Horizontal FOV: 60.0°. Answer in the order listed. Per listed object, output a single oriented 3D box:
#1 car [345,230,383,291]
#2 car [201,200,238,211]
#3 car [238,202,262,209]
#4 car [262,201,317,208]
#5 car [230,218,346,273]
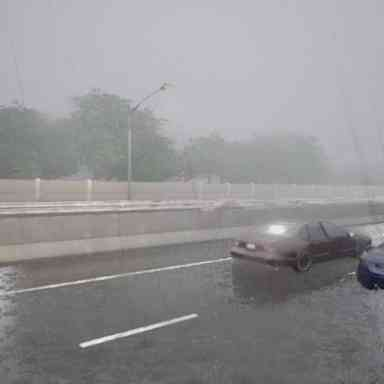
[{"bbox_3d":[5.773,1.568,7.868,4.181,1.385,1.994,0,0,-36],"label":"car"},{"bbox_3d":[3.047,1.533,31.964,4.674,1.442,1.812,0,0,-35],"label":"car"},{"bbox_3d":[6.595,1.572,30.197,4.181,1.385,1.994,0,0,-35],"label":"car"},{"bbox_3d":[8.410,1.499,27.193,4.902,1.511,2.128,0,0,-35],"label":"car"},{"bbox_3d":[3.681,1.551,10.674,5.357,1.411,2.033,0,0,-36],"label":"car"}]
